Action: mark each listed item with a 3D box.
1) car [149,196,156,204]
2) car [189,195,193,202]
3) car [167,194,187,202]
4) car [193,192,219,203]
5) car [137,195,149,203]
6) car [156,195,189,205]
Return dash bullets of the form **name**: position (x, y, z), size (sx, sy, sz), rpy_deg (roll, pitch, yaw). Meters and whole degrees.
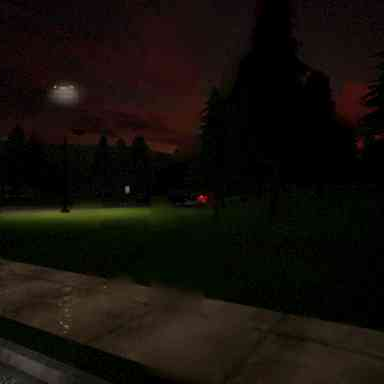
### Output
- **car**: position (-4.765, 1.313, 57.109), size (1.994, 1.385, 4.181), rpy_deg (0, 0, 32)
- **car**: position (0.005, 1.261, 64.949), size (1.812, 1.442, 4.674), rpy_deg (0, 0, 32)
- **car**: position (-2.973, 1.244, 66.788), size (1.812, 1.442, 4.674), rpy_deg (0, 0, 32)
- **car**: position (3.000, 0.974, 63.135), size (2.150, 2.045, 5.566), rpy_deg (0, 0, 32)
- **car**: position (-7.741, 1.296, 58.951), size (1.994, 1.385, 4.181), rpy_deg (0, 0, 32)
- **car**: position (-3.042, 1.265, 53.274), size (2.128, 1.511, 4.902), rpy_deg (0, 0, 32)
